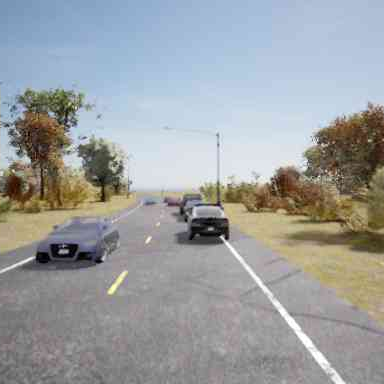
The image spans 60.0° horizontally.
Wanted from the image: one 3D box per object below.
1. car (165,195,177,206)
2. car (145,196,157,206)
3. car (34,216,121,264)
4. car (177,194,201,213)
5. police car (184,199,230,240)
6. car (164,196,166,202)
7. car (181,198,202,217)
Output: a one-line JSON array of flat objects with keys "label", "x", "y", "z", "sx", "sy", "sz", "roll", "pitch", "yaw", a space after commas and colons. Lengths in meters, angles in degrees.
[{"label": "car", "x": -2.697, "y": 1.474, "z": 51.356, "sx": 1.994, "sy": 1.385, "sz": 4.181, "roll": 0, "pitch": 0, "yaw": -6}, {"label": "car", "x": -6.632, "y": 1.434, "z": 53.877, "sx": 1.812, "sy": 1.442, "sz": 4.674, "roll": 0, "pitch": 0, "yaw": -6}, {"label": "car", "x": -3.794, "y": 1.550, "z": 11.706, "sx": 1.994, "sy": 1.385, "sz": 4.181, "roll": 0, "pitch": 0, "yaw": -2}, {"label": "car", "x": -0.114, "y": 1.166, "z": 33.039, "sx": 2.150, "sy": 2.045, "sz": 5.566, "roll": 0, "pitch": 0, "yaw": -4}, {"label": "police car", "x": 0.725, "y": 1.399, "z": 17.052, "sx": 1.930, "sy": 1.638, "sz": 5.238, "roll": 0, "pitch": 0, "yaw": -2}, {"label": "car", "x": -4.686, "y": 1.372, "z": 67.318, "sx": 2.128, "sy": 1.511, "sz": 4.902, "roll": 0, "pitch": 0, "yaw": -8}, {"label": "car", "x": 0.267, "y": 1.461, "z": 26.986, "sx": 1.837, "sy": 1.490, "sz": 4.892, "roll": 0, "pitch": 0, "yaw": -3}]
